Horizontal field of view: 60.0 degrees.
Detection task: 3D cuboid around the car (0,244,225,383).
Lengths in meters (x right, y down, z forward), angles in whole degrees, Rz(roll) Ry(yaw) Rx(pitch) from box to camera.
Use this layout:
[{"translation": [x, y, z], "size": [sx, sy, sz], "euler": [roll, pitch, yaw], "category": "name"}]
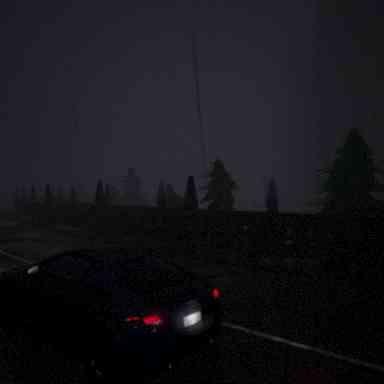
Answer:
[{"translation": [-1.554, 1.567, 5.449], "size": [4.181, 1.385, 1.994], "euler": [0, 0, 39], "category": "car"}]
